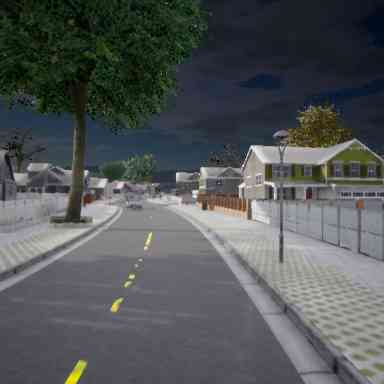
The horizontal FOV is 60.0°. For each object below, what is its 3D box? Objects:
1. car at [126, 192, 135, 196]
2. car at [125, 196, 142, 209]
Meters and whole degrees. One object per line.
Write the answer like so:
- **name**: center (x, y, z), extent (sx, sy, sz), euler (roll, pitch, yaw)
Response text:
- **car**: center (-17.060, 1.019, 91.935), extent (2.150, 2.045, 5.566), euler (0, 0, -5)
- **car**: center (-7.530, 1.527, 43.020), extent (1.895, 1.301, 4.718), euler (1, 0, -13)
